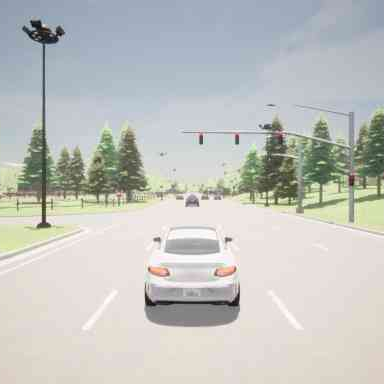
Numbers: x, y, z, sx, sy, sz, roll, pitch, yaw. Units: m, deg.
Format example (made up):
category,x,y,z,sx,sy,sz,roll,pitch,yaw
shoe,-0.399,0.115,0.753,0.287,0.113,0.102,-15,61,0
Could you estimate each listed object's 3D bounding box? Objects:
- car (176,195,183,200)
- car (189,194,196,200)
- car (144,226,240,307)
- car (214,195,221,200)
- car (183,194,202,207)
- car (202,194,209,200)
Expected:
category,x,y,z,sx,sy,sz,roll,pitch,yaw
car,-3.372,1.550,93.193,1.994,1.385,4.181,0,0,0
car,0.128,1.353,93.192,2.097,1.767,4.553,0,0,0
car,0.017,1.525,7.872,1.812,1.442,4.674,0,0,0
car,7.128,1.523,93.212,2.128,1.511,4.902,0,0,0
car,0.071,1.351,51.745,2.097,1.767,4.553,0,0,0
car,3.628,1.353,93.187,2.097,1.767,4.553,0,0,0
